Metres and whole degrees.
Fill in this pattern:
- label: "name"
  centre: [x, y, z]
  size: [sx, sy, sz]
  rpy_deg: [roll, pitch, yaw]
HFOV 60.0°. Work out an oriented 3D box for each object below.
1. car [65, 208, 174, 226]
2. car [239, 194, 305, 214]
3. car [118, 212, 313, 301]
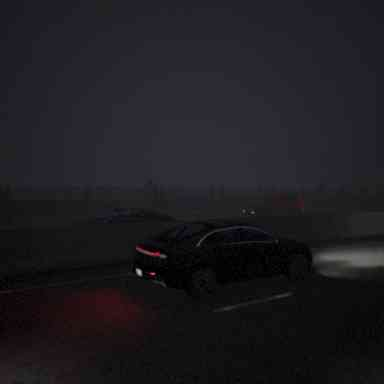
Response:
- label: "car"
  centre: [-2.984, 1.446, 14.313]
  size: [4.902, 1.511, 2.128]
  rpy_deg: [0, 0, -31]
- label: "car"
  centre: [6.611, 1.152, 27.232]
  size: [5.566, 2.045, 2.150]
  rpy_deg: [0, 0, -23]
- label: "car"
  centre: [0.936, 1.468, 8.285]
  size: [4.902, 1.511, 2.128]
  rpy_deg: [0, 0, -32]
